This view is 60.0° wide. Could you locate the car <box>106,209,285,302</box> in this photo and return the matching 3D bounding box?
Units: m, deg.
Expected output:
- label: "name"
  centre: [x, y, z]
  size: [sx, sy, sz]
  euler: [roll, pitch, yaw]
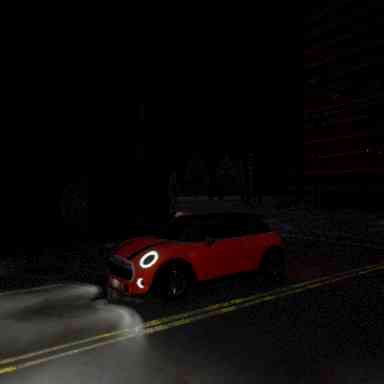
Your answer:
- label: "car"
  centre: [0.209, 1.351, 8.406]
  size: [4.553, 1.767, 2.097]
  euler: [0, 0, -35]
